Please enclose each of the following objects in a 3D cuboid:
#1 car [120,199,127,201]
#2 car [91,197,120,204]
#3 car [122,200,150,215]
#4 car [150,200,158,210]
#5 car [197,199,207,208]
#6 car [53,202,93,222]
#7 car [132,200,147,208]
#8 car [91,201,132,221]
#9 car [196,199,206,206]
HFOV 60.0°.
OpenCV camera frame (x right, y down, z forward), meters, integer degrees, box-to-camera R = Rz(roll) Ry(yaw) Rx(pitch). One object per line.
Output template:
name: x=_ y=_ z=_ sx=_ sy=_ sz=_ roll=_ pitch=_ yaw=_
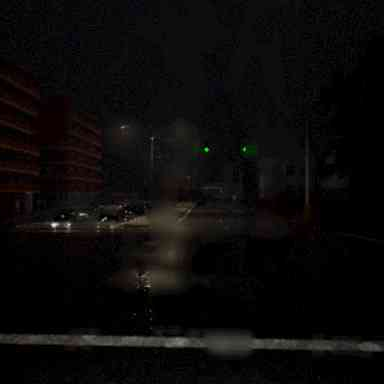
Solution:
car: x=-10.223 y=1.876 z=48.946 sx=2.097 sy=1.767 sz=4.553 roll=0 pitch=-1 yaw=2
car: x=-10.511 y=1.636 z=39.250 sx=2.150 sy=2.045 sz=5.566 roll=0 pitch=-1 yaw=2
car: x=-6.962 y=1.987 z=40.794 sx=2.033 sy=1.411 sz=5.357 roll=0 pitch=-1 yaw=2
car: x=-6.586 y=2.056 z=53.338 sx=1.882 sy=1.535 sz=5.008 roll=0 pitch=0 yaw=2
car: x=1.873 y=2.201 z=62.794 sx=1.837 sy=1.490 sz=4.892 roll=0 pitch=-1 yaw=2
car: x=-10.782 y=1.877 z=29.900 sx=1.994 sy=1.385 sz=4.181 roll=0 pitch=-1 yaw=2
car: x=-9.775 y=2.200 z=62.512 sx=1.812 sy=1.442 sz=4.674 roll=0 pitch=-1 yaw=2
car: x=-7.290 y=1.876 z=30.727 sx=2.033 sy=1.411 sz=5.357 roll=0 pitch=-1 yaw=0
car: x=2.068 y=2.331 z=72.878 sx=2.128 sy=1.511 sz=4.902 roll=0 pitch=-1 yaw=2
